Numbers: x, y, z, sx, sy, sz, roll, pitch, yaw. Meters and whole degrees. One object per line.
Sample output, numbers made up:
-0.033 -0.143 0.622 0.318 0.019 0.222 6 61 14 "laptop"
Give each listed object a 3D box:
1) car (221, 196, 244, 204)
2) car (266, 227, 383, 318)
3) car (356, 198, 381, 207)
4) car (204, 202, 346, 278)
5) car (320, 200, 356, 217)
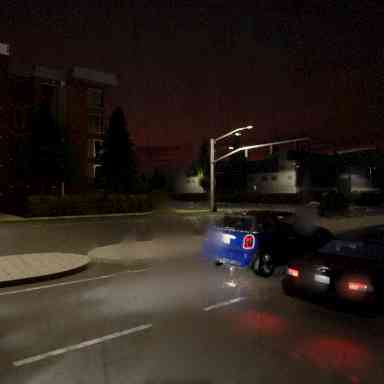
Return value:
7.443 1.492 61.840 2.128 1.511 4.902 0 0 -38 "car"
4.214 1.547 7.291 5.357 1.411 2.033 0 0 -38 "car"
27.024 1.601 51.132 4.718 1.301 1.895 0 0 -35 "car"
2.592 1.352 10.472 4.553 1.767 2.097 0 0 -38 "car"
11.833 1.491 28.859 4.902 1.511 2.128 0 0 -41 "car"
